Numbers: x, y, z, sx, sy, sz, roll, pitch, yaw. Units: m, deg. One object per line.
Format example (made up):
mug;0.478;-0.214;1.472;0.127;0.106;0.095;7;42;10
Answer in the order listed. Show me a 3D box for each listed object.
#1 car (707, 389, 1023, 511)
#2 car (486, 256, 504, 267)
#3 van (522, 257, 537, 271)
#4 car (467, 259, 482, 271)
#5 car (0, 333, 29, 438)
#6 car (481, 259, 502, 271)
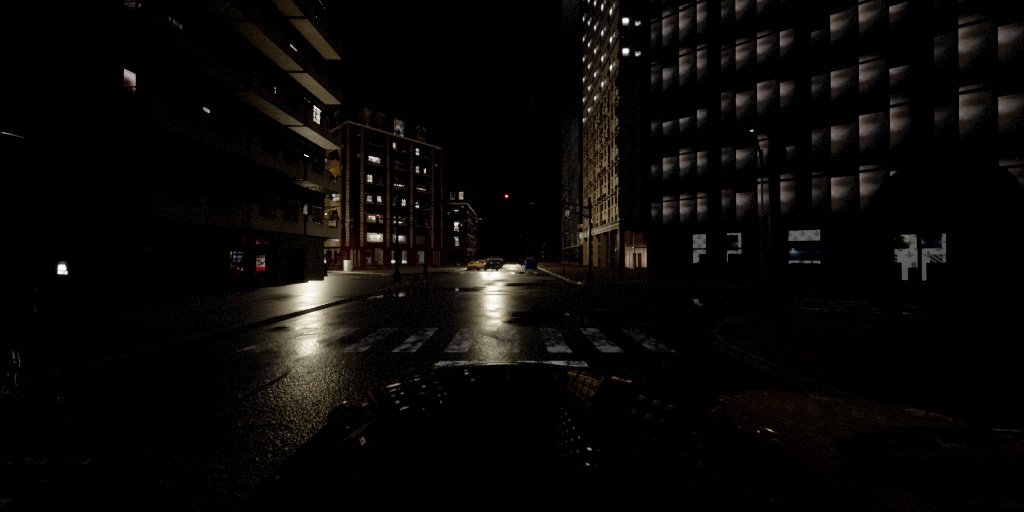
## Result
car;2.563;1.275;1.237;1.751;1.417;4.829;0;0;0
car;-2.785;1.036;59.145;2.150;2.045;5.566;0;0;0
van;2.609;1.136;50.060;1.690;1.789;3.998;0;0;0
car;-5.272;1.320;49.898;1.751;1.417;4.829;0;0;0
car;-5.318;1.064;1.069;2.192;1.841;5.009;0;0;0
car;-2.805;1.394;49.222;1.895;1.301;4.718;0;0;0
